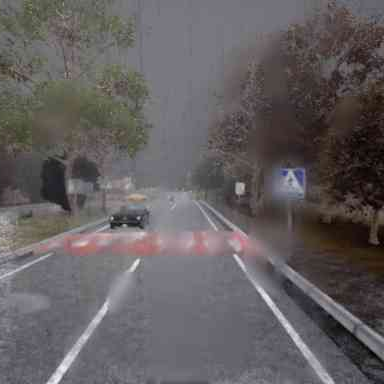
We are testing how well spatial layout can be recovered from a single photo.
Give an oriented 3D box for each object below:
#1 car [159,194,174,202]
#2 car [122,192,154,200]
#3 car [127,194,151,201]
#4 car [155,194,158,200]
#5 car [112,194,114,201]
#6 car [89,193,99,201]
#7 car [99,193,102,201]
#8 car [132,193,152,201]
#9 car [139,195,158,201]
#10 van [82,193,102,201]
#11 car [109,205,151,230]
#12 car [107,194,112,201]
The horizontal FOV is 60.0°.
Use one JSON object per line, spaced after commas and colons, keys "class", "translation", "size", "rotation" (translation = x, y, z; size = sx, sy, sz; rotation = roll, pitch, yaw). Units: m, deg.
{"class": "car", "translation": [-4.273, 1.043, 61.205], "size": [2.128, 1.511, 4.902], "rotation": [0, 0, 0]}
{"class": "car", "translation": [-11.286, 1.091, 69.349], "size": [5.366, 1.575, 1.946], "rotation": [0, -1, -1]}
{"class": "car", "translation": [-11.523, 1.138, 72.114], "size": [4.892, 1.521, 2.231], "rotation": [0, -1, -1]}
{"class": "car", "translation": [-11.629, 1.058, 80.438], "size": [5.566, 2.045, 2.435], "rotation": [0, -1, -1]}
{"class": "car", "translation": [-24.920, 1.591, 91.498], "size": [5.008, 1.535, 2.097], "rotation": [0, -1, -1]}
{"class": "car", "translation": [-24.674, 0.951, 74.892], "size": [5.566, 2.045, 2.435], "rotation": [0, -1, -1]}
{"class": "car", "translation": [-24.733, 1.328, 80.421], "size": [4.892, 1.521, 2.231], "rotation": [0, -1, -1]}
{"class": "car", "translation": [-11.642, 1.120, 77.663], "size": [4.553, 1.767, 2.185], "rotation": [0, -1, -1]}
{"class": "car", "translation": [-11.849, 1.573, 91.531], "size": [5.008, 1.535, 2.097], "rotation": [0, -1, -1]}
{"class": "van", "translation": [-24.903, 1.167, 83.194], "size": [4.442, 1.987, 1.878], "rotation": [0, -1, -1]}
{"class": "car", "translation": [-3.628, 1.461, 20.037], "size": [1.895, 1.301, 4.718], "rotation": [0, 1, -1]}
{"class": "car", "translation": [-24.871, 1.522, 88.604], "size": [5.008, 1.535, 2.097], "rotation": [0, -1, -1]}
